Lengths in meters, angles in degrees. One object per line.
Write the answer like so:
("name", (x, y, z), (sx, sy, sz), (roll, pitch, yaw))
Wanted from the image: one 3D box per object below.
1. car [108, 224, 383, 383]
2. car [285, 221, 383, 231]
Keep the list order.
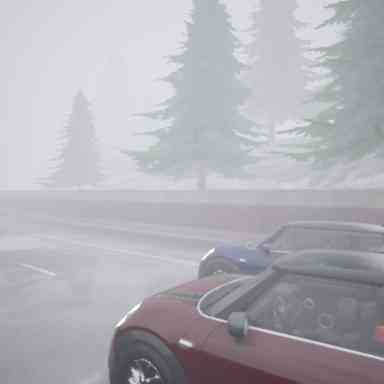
("car", (1.292, 1.361, 3.186), (4.553, 1.767, 2.097), (0, 0, 36))
("car", (2.338, 1.367, 6.775), (4.553, 1.767, 2.097), (0, 0, 36))
